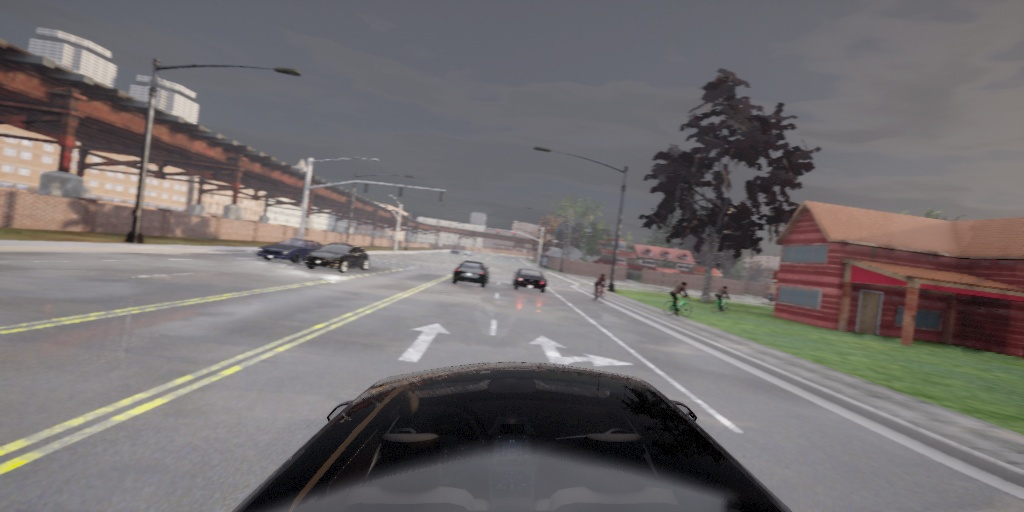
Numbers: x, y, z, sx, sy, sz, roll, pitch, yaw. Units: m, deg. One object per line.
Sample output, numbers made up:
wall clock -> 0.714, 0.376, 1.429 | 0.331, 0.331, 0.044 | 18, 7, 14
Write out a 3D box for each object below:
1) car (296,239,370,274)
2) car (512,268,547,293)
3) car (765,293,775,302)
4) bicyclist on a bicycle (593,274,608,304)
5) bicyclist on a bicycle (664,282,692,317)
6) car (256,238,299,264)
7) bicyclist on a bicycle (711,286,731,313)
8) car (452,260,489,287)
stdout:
car -> -9.461, 0.052, 19.883 | 1.837, 1.490, 4.892 | 7, -1, -1
car -> 1.017, 1.454, 22.767 | 1.895, 1.301, 4.718 | 7, 0, -2
car -> 38.448, 5.731, 49.823 | 5.566, 2.045, 2.150 | 8, 0, -3
bicyclist on a bicycle -> 4.884, 1.791, 19.869 | 0.582, 1.620, 1.656 | 7, 0, -12
bicyclist on a bicycle -> 7.762, 2.001, 16.634 | 1.656, 1.620, 0.582 | 8, 0, -18
car -> -12.981, -0.349, 21.928 | 2.033, 1.411, 5.357 | 7, 0, -1
bicyclist on a bicycle -> 12.397, 2.586, 21.194 | 1.656, 1.620, 0.582 | 7, 0, -23
car -> -2.422, 0.987, 22.000 | 1.994, 1.385, 4.181 | 7, 0, -1
